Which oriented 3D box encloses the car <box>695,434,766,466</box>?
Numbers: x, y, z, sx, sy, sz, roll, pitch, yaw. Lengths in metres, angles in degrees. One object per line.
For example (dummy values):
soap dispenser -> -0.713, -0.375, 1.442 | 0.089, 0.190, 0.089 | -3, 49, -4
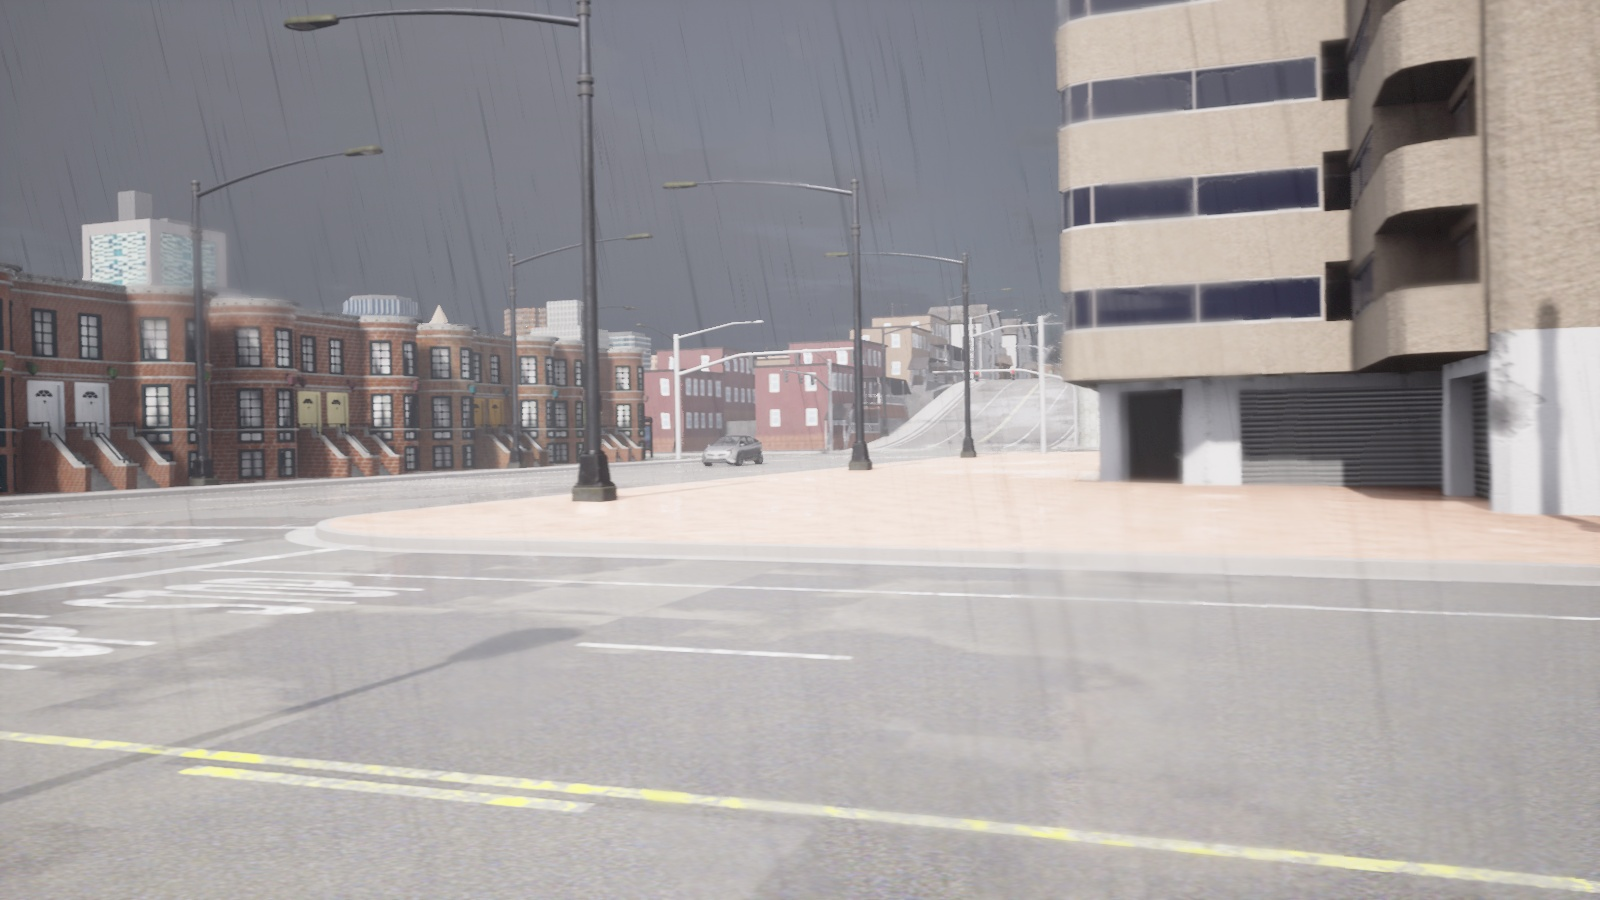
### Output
car -> -3.475, -0.025, 63.724 | 2.007, 1.525, 4.514 | -1, 1, 20
